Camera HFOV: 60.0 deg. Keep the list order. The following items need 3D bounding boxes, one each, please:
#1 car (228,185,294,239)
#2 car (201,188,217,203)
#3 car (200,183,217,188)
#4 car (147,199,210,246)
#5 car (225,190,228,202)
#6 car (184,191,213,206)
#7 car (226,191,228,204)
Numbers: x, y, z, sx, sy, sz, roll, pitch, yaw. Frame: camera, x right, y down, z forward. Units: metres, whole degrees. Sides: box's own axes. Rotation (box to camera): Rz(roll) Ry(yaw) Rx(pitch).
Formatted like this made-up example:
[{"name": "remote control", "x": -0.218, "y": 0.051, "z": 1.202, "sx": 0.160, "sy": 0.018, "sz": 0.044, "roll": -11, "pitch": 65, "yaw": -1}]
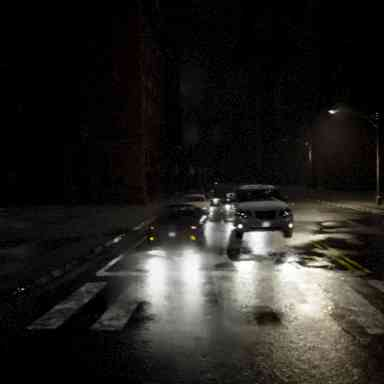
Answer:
[{"name": "car", "x": 2.877, "y": 0.723, "z": 14.680, "sx": 2.150, "sy": 2.045, "sz": 5.566, "roll": -1, "pitch": 2, "yaw": 5}, {"name": "car", "x": 1.072, "y": 0.605, "z": 32.211, "sx": 1.994, "sy": 1.385, "sz": 4.181, "roll": -1, "pitch": 2, "yaw": 5}, {"name": "car", "x": 2.470, "y": -0.246, "z": 48.268, "sx": 2.150, "sy": 2.045, "sz": 5.566, "roll": -1, "pitch": 2, "yaw": 5}, {"name": "car", "x": -0.482, "y": 1.202, "z": 13.272, "sx": 1.994, "sy": 1.385, "sz": 4.181, "roll": -1, "pitch": 2, "yaw": 6}, {"name": "car", "x": 4.510, "y": 0.231, "z": 34.459, "sx": 2.097, "sy": 1.767, "sz": 4.553, "roll": -1, "pitch": 2, "yaw": 5}, {"name": "car", "x": 0.203, "y": 0.897, "z": 21.722, "sx": 1.812, "sy": 1.442, "sz": 4.674, "roll": -1, "pitch": 2, "yaw": 5}, {"name": "car", "x": 3.691, "y": 0.796, "z": 24.412, "sx": 1.895, "sy": 1.301, "sz": 4.718, "roll": -1, "pitch": 2, "yaw": 5}]
